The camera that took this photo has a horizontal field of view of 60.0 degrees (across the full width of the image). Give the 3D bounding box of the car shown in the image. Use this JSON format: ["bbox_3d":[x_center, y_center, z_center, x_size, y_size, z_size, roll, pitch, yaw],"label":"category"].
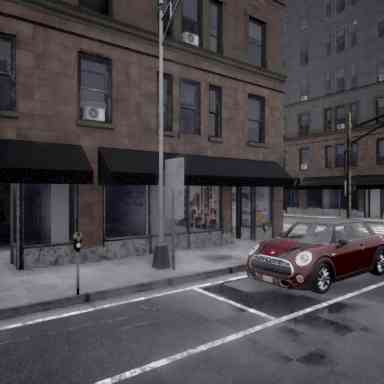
[{"bbox_3d":[3.312,1.440,8.722,4.097,1.590,1.967,0,0,-37],"label":"car"}]
